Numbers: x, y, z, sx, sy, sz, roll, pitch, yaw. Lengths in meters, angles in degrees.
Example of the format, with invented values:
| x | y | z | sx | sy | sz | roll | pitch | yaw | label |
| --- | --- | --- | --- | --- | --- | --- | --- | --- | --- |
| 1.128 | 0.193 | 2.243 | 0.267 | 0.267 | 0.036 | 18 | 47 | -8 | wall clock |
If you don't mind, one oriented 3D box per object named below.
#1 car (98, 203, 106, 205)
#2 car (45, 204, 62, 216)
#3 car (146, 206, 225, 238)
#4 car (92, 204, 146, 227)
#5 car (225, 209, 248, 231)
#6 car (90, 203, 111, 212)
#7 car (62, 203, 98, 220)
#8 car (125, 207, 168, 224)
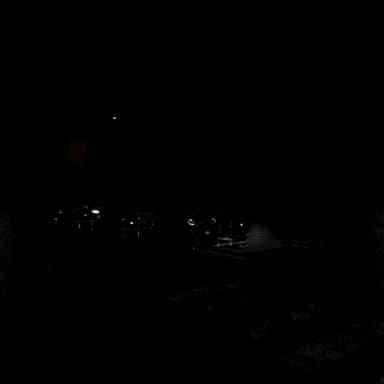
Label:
| x | y | z | sx | sy | sz | roll | pitch | yaw | label |
| --- | --- | --- | --- | --- | --- | --- | --- | --- | --- |
| -10.467 | 2.230 | 38.786 | 2.033 | 1.411 | 5.357 | 0 | -1 | -36 | car |
| -17.763 | 2.331 | 43.322 | 2.128 | 1.511 | 4.902 | 0 | -1 | -36 | car |
| -0.510 | 1.636 | 19.625 | 2.097 | 1.767 | 4.553 | 0 | -1 | -36 | car |
| -6.091 | 2.009 | 27.277 | 2.033 | 1.411 | 5.357 | 0 | -1 | -35 | car |
| 1.591 | 1.801 | 22.261 | 1.837 | 1.490 | 4.892 | 0 | -1 | -36 | car |
| -15.845 | 2.622 | 57.498 | 1.895 | 1.301 | 4.718 | 0 | -1 | -36 | car |
| -11.931 | 2.214 | 35.286 | 1.994 | 1.385 | 4.181 | 0 | -1 | -36 | car |
| -4.242 | 2.082 | 30.250 | 1.895 | 1.301 | 4.718 | 0 | -1 | -36 | car |
